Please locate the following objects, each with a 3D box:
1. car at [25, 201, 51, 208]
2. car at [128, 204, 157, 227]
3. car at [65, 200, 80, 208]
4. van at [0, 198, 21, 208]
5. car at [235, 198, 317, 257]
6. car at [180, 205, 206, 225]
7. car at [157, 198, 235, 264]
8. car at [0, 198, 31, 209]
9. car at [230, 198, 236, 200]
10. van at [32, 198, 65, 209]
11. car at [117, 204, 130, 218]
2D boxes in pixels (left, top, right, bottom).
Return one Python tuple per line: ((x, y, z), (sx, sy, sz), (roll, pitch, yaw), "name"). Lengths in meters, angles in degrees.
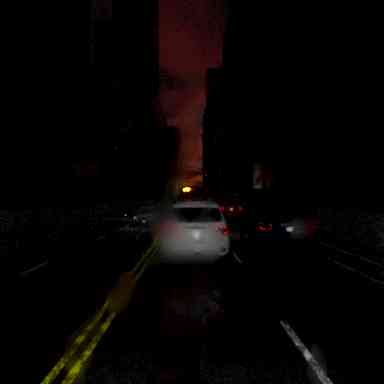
((-29.255, 2.291, 63.179), (4.206, 1.307, 1.802), (0, -1, 0), "car")
((-3.352, 1.815, 25.533), (1.812, 1.442, 4.674), (0, -1, 0), "car")
((-23.577, 2.264, 63.182), (4.403, 1.369, 2.008), (0, -1, 0), "car")
((-34.933, 2.047, 63.180), (3.998, 1.788, 1.690), (0, -1, 0), "van")
((3.332, 1.378, 13.834), (2.150, 2.045, 5.566), (0, -1, 1), "car")
((0.081, 1.865, 28.049), (2.033, 1.411, 5.357), (0, -1, 0), "car")
((0.086, 1.364, 12.529), (2.150, 2.045, 5.566), (0, -1, -1), "car")
((-29.249, 1.903, 54.659), (5.009, 1.841, 2.192), (0, -1, 0), "car")
((3.336, 1.572, 30.786), (2.150, 2.045, 5.566), (0, 0, 0), "car")
((-23.572, 1.933, 54.661), (3.998, 1.788, 1.690), (0, -1, 0), "van")
((-6.588, 1.952, 35.669), (2.033, 1.411, 5.357), (0, -1, 0), "car")
